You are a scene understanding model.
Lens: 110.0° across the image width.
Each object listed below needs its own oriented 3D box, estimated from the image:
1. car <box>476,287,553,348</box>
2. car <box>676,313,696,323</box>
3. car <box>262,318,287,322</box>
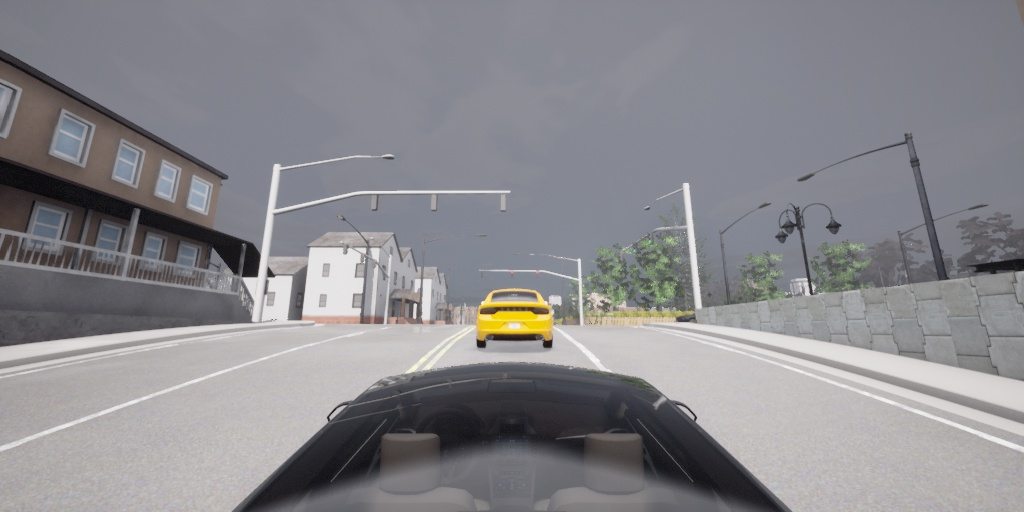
[{"bbox_3d":[0.071,1.721,10.546,1.882,1.535,5.008,0,-7,0],"label":"car"},{"bbox_3d":[16.494,5.255,30.389,5.008,1.535,1.882,0,-12,1],"label":"car"},{"bbox_3d":[-18.039,5.464,27.035,4.902,1.511,2.128,-8,-11,-1],"label":"car"}]
